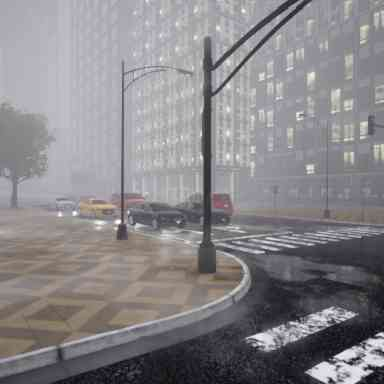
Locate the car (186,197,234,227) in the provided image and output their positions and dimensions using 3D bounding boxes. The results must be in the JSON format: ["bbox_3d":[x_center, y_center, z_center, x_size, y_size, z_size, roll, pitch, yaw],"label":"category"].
[{"bbox_3d":[0.400,1.344,21.748,1.882,1.535,5.008,0,0,-37],"label":"car"}]

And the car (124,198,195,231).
[{"bbox_3d":[-2.174,1.357,19.762,1.837,1.490,4.892,0,0,-37],"label":"car"}]

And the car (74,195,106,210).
[{"bbox_3d":[-11.700,1.177,38.008,1.882,1.535,5.008,0,0,-37],"label":"car"}]

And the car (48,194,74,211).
[{"bbox_3d":[-13.954,1.216,35.589,1.812,1.442,4.674,0,0,-37],"label":"car"}]

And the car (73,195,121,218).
[{"bbox_3d":[-7.830,1.254,27.356,1.882,1.535,5.008,0,0,-37],"label":"car"}]

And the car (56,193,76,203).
[{"bbox_3d":[-21.773,0.998,57.284,1.882,1.535,5.008,0,1,-37],"label":"car"}]

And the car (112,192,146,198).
[{"bbox_3d":[-5.535,1.008,29.710,2.150,2.045,5.566,0,0,-37],"label":"car"}]

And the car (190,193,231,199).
[{"bbox_3d":[0.929,1.075,26.818,2.150,2.045,5.566,0,0,-37],"label":"car"}]
